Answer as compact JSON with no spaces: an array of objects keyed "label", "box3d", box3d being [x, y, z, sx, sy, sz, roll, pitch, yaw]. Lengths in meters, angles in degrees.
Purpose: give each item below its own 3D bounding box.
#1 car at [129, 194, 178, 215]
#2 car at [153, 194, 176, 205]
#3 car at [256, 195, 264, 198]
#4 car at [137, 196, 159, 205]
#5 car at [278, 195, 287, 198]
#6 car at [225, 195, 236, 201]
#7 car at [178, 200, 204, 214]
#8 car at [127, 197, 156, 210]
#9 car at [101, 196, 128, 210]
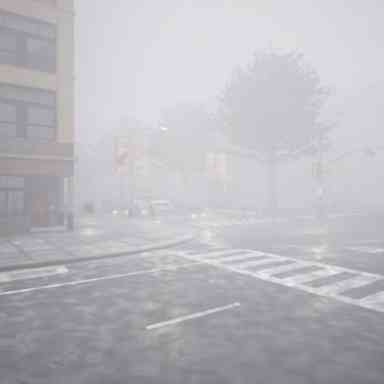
[{"label":"car","box3d":[-4.152,1.221,34.563,2.150,2.045,5.566,0,0,-36]},{"label":"car","box3d":[-5.154,1.351,61.879,2.097,1.767,4.553,0,0,-36]},{"label":"car","box3d":[17.682,1.460,83.094,1.895,1.301,4.718,0,0,-36]},{"label":"car","box3d":[-8.017,1.504,59.865,1.837,1.490,4.892,0,0,-36]},{"label":"car","box3d":[18.479,1.317,69.160,2.002,1.452,4.674,0,0,-36]},{"label":"car","box3d":[8.017,1.411,76.664,2.161,1.482,4.786,0,0,-36]},{"label":"car","box3d":[-0.921,1.546,36.058,2.033,1.411,5.357,0,0,-36]},{"label":"car","box3d":[-6.743,1.504,44.234,1.837,1.490,4.892,0,0,-35]},{"label":"car","box3d":[-9.984,1.351,42.755,2.097,1.767,4.553,0,0,-35]}]
